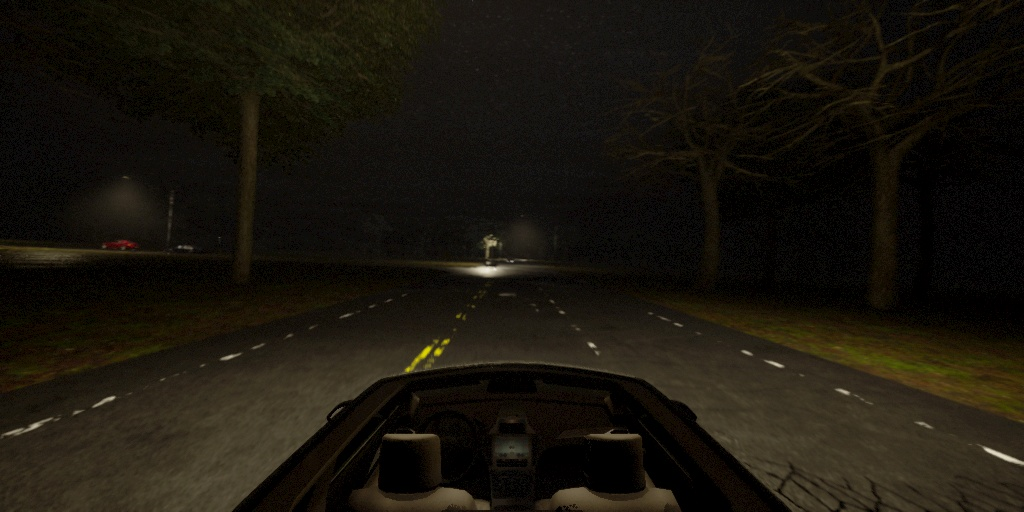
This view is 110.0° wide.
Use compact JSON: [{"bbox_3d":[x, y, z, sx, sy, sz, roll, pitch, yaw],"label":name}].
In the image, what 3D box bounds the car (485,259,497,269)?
[{"bbox_3d":[-3.381,1.273,59.444,2.033,1.411,5.357,2,0,0],"label":"car"}]
